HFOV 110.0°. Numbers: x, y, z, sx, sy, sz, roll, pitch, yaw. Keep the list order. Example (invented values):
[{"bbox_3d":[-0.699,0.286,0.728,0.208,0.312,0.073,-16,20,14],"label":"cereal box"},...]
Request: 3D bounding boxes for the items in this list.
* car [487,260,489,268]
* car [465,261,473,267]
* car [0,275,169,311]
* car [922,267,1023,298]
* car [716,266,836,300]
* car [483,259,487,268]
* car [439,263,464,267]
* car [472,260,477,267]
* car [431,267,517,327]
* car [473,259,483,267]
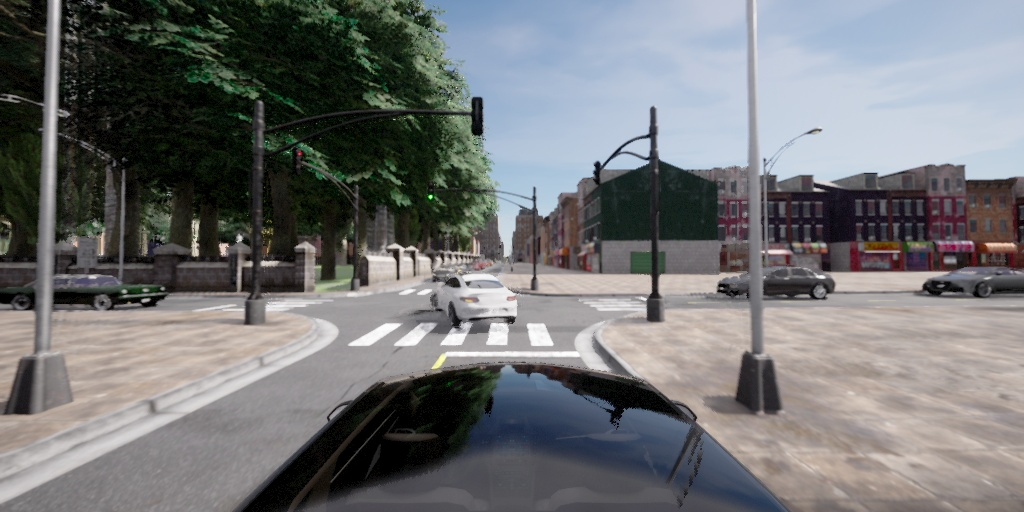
[{"bbox_3d":[-5.790,1.519,64.481,1.967,1.591,4.097,0,0,0],"label":"car"},{"bbox_3d":[-5.566,1.459,37.233,2.007,1.370,4.403,0,0,0],"label":"car"},{"bbox_3d":[-16.137,1.377,13.668,4.718,1.301,1.895,0,-2,0],"label":"car"},{"bbox_3d":[22.093,1.193,16.831,4.181,1.385,1.994,-1,-2,0],"label":"car"},{"bbox_3d":[12.226,1.239,16.774,4.892,1.490,1.837,-1,-2,0],"label":"car"},{"bbox_3d":[-5.745,1.355,59.031,2.192,1.841,5.009,0,0,0],"label":"car"},{"bbox_3d":[-5.534,1.423,30.098,2.007,1.370,4.403,0,0,0],"label":"car"},{"bbox_3d":[-5.611,1.503,42.683,1.948,1.339,4.313,0,0,0],"label":"car"},{"bbox_3d":[-1.316,1.274,11.586,1.812,1.442,4.674,1,0,-21],"label":"car"},{"bbox_3d":[-5.700,1.585,53.582,1.802,1.307,4.207,0,0,0],"label":"car"}]
